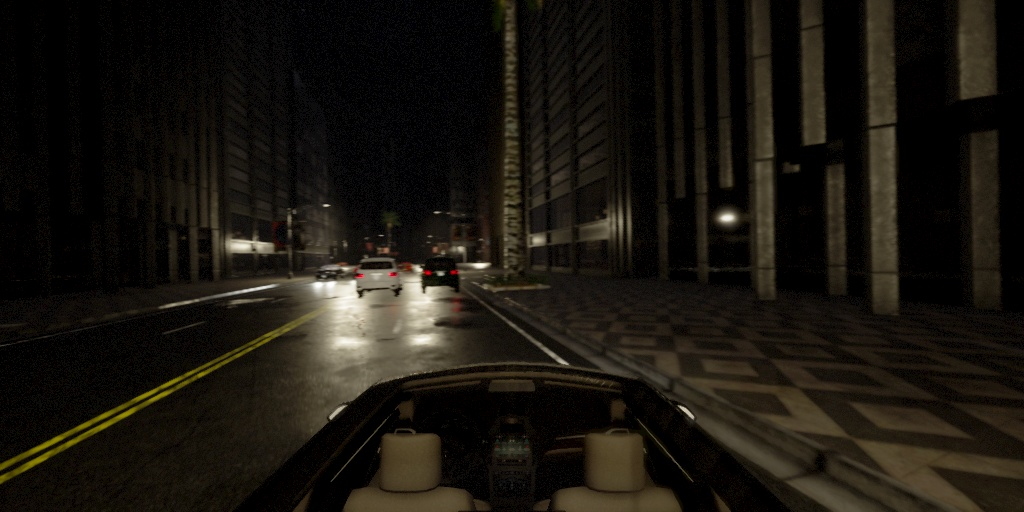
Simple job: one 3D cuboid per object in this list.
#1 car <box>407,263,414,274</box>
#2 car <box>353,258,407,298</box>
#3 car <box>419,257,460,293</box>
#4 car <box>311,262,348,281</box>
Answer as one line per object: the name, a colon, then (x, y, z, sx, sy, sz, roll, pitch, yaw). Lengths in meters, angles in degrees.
car: (-14.341, 1.633, 48.574, 1.812, 1.442, 4.674, -1, 0, -14)
car: (-7.392, 1.146, 20.417, 2.150, 2.045, 5.566, -1, 0, -14)
car: (-4.519, 1.083, 22.241, 2.150, 2.045, 5.566, -1, 0, -14)
car: (-18.063, 1.675, 35.769, 2.128, 1.511, 4.902, -1, 0, -14)
